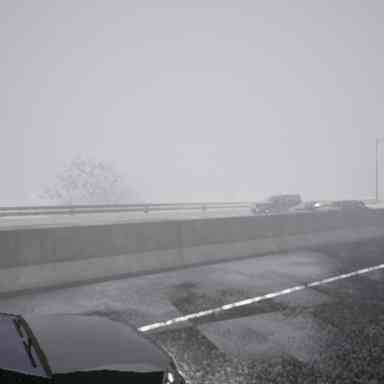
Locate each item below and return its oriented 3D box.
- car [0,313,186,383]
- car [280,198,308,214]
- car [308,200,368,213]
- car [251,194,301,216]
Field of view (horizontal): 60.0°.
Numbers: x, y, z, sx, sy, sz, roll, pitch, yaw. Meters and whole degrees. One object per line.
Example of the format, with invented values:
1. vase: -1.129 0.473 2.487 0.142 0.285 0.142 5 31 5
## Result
1. car: -2.049 1.564 2.275 4.181 1.385 1.994 0 0 -36
2. car: 10.167 1.517 28.198 4.902 1.511 2.128 0 0 -35
3. car: 11.112 1.375 24.595 4.553 1.767 2.097 0 0 -35
4. car: 8.049 1.246 30.994 5.566 2.045 2.150 0 0 -35
